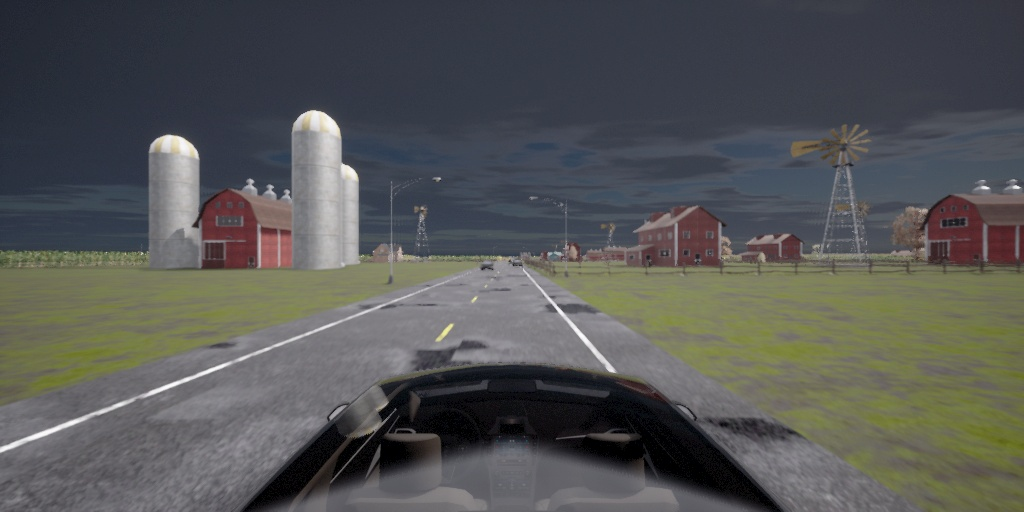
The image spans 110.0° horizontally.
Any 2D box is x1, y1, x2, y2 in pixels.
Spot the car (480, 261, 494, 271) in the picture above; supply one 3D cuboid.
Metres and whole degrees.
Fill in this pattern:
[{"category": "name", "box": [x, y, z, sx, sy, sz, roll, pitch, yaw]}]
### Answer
[{"category": "car", "box": [-3.521, 1.409, 51.737, 2.033, 1.411, 5.357, 0, 0, 1]}]
